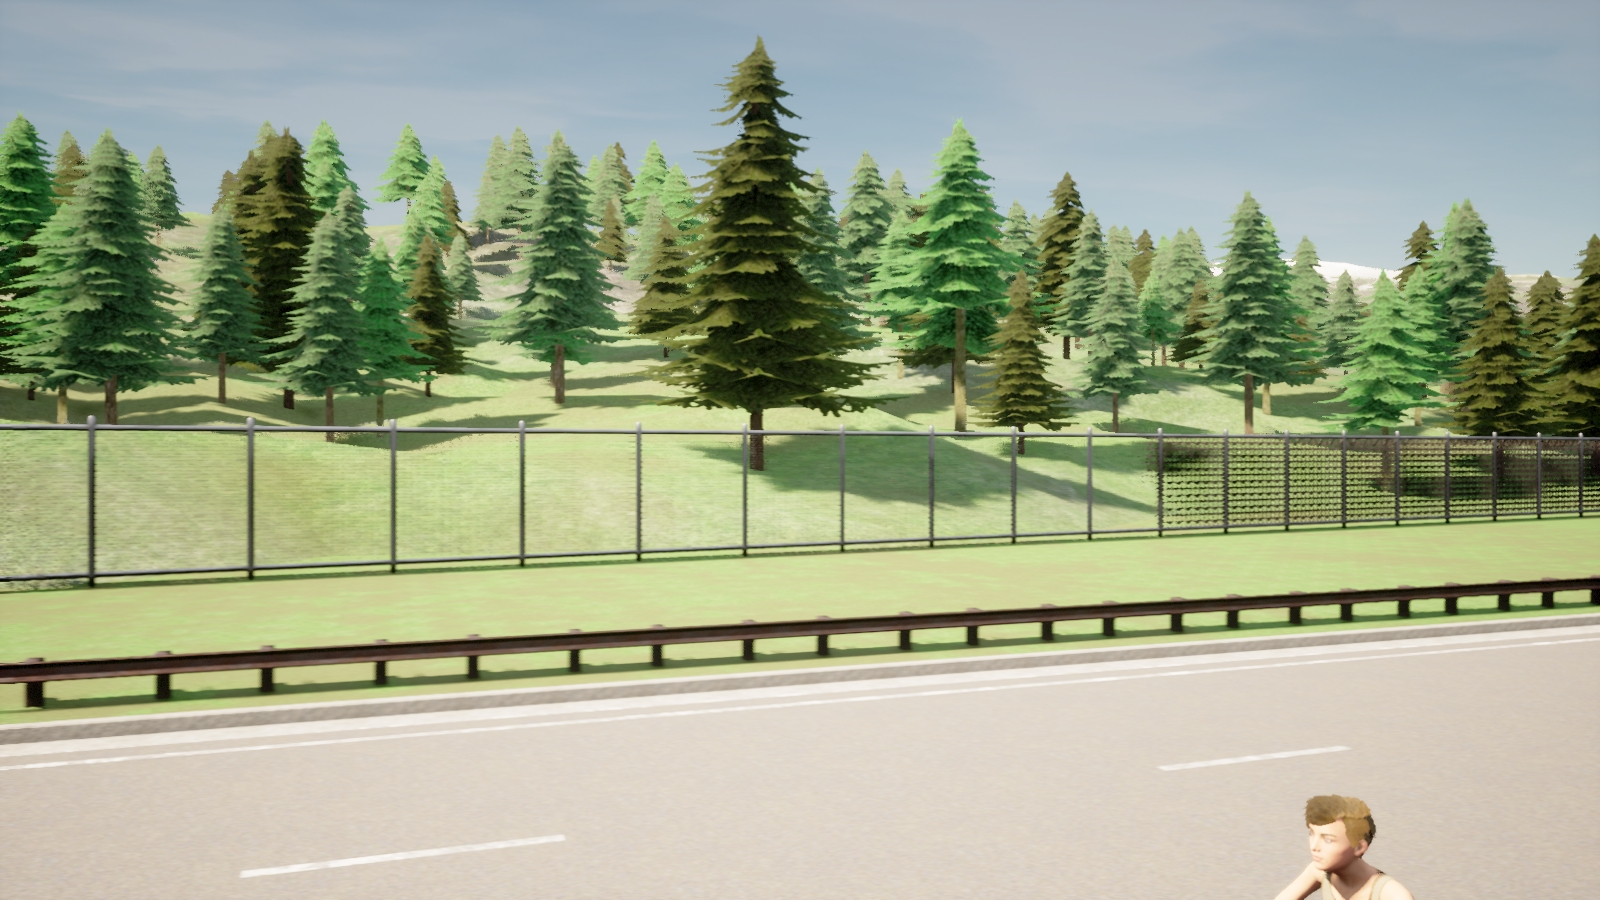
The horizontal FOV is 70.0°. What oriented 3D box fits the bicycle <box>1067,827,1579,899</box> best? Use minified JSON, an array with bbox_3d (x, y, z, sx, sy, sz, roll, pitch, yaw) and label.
[{"bbox_3d":[1.804,2.157,3.947,1.487,1.277,0.859,0,0,-20],"label":"bicycle"}]
